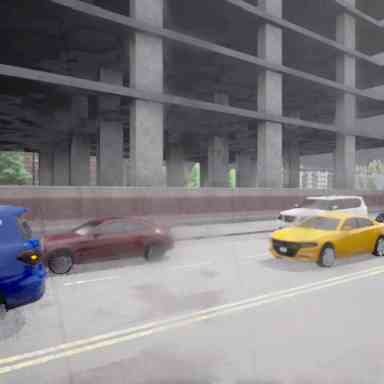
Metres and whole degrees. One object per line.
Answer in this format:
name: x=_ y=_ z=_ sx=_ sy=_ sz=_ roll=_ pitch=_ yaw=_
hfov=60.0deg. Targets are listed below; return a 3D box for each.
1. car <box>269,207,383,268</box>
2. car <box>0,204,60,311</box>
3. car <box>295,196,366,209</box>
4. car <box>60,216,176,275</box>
car: x=4.831 y=1.477 z=11.457 sx=5.008 sy=1.535 sz=1.882 roll=0 pitch=0 yaw=-34
car: x=-5.089 y=1.223 z=4.714 sx=5.566 sy=2.045 sz=2.150 roll=0 pitch=0 yaw=-35
car: x=6.792 y=1.218 z=17.007 sx=5.566 sy=2.045 sz=2.150 roll=0 pitch=0 yaw=-34
car: x=-2.732 y=1.526 z=10.560 sx=4.674 sy=1.442 sz=1.812 roll=0 pitch=0 yaw=-34
